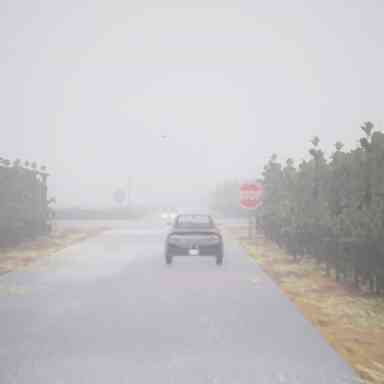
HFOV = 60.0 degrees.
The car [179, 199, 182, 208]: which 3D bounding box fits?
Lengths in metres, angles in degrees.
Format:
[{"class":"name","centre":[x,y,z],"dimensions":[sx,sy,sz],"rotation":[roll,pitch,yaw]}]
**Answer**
[{"class":"car","centre":[-3.100,2.348,65.706],"dimensions":[2.150,2.045,5.566],"rotation":[0,-1,0]}]

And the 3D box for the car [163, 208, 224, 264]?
[{"class":"car","centre":[0.073,1.532,11.980],"dimensions":[2.128,1.511,4.902],"rotation":[0,0,0]}]

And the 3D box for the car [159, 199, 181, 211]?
[{"class":"car","centre":[-3.184,2.229,48.089],"dimensions":[2.128,1.511,4.902],"rotation":[0,-1,0]}]

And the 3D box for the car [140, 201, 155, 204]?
[{"class":"car","centre":[-10.039,2.733,77.496],"dimensions":[5.357,1.411,2.033],"rotation":[0,-1,0]}]
